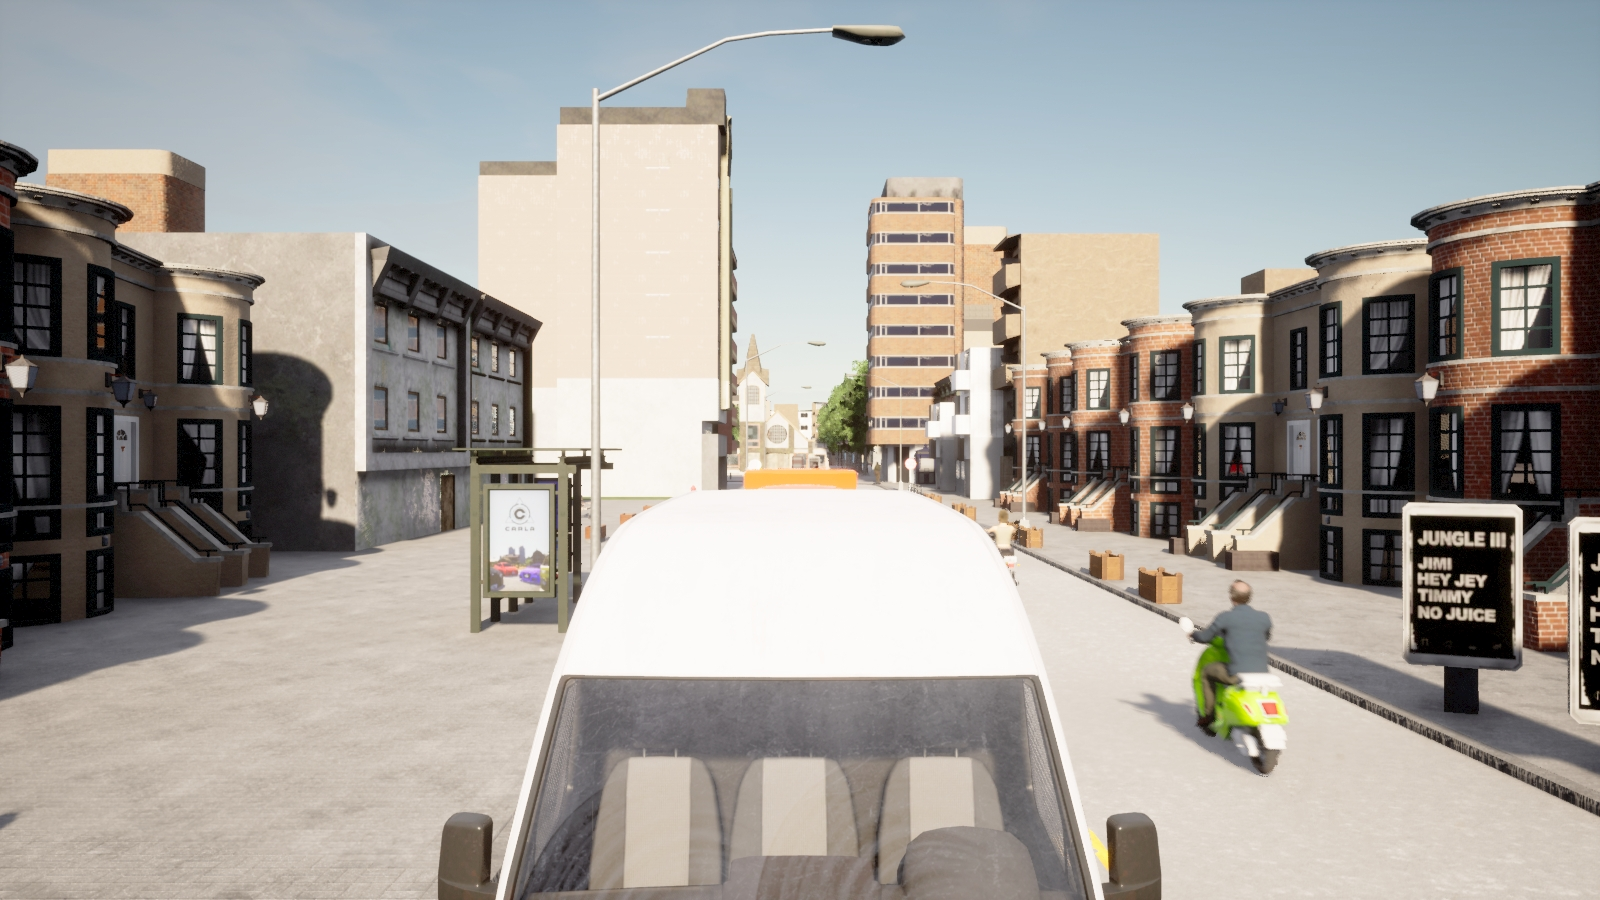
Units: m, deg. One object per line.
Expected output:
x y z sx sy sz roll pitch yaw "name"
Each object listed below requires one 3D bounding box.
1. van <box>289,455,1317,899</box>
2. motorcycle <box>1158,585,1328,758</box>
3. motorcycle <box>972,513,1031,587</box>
0.007 1.317 5.167 1.988 2.561 5.915 0 0 0 "van"
4.002 1.966 10.496 0.856 1.236 1.805 0 0 0 "motorcycle"
4.005 1.959 22.860 0.764 1.277 2.356 0 0 0 "motorcycle"
